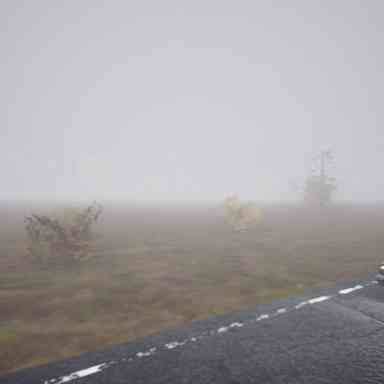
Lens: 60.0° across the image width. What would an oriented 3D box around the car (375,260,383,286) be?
[{"bbox_3d":[6.636,1.576,8.111,5.357,1.411,2.033,0,0,-35],"label":"car"}]
